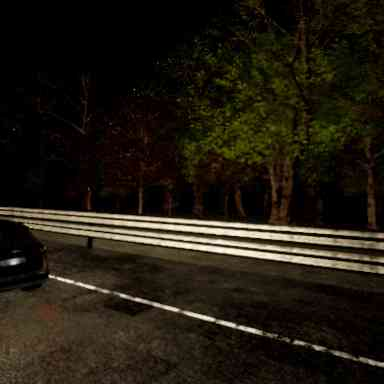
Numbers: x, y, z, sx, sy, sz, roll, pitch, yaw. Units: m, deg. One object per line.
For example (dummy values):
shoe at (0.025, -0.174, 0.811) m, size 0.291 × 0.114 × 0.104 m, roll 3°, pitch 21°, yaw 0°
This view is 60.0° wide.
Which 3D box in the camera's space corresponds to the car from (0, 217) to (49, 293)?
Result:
car at (-5.200, 1.368, 7.549) m, size 4.856 × 1.649 × 2.033 m, roll 0°, pitch 0°, yaw 35°
